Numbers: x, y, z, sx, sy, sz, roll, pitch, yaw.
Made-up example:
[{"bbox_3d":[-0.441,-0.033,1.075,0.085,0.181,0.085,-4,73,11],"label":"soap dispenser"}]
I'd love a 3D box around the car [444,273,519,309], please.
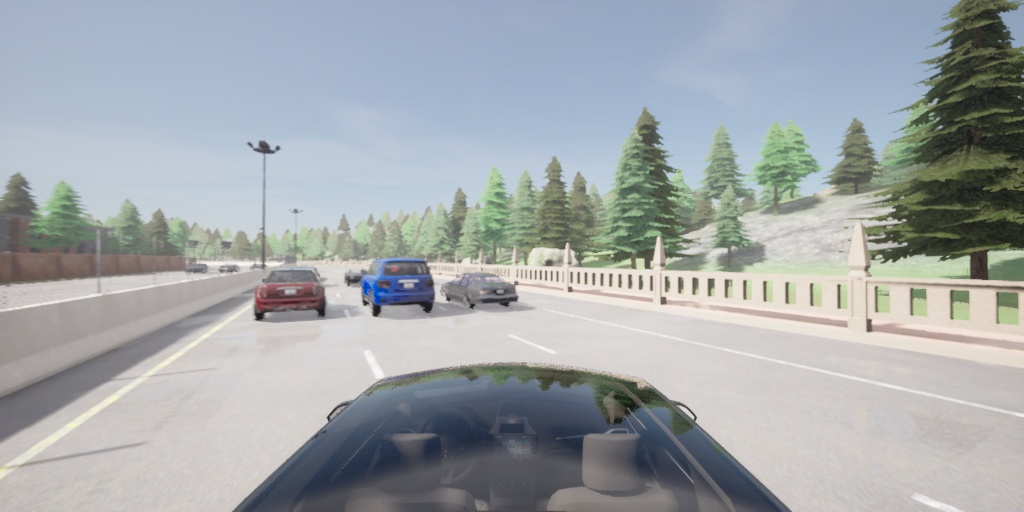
[{"bbox_3d":[-1.634,1.449,16.101,2.033,1.411,5.357,0,-1,-28],"label":"car"}]

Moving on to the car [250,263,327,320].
[{"bbox_3d":[-8.223,1.218,13.598,2.097,1.767,4.553,0,-1,-28],"label":"car"}]

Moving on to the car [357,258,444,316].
[{"bbox_3d":[-4.741,1.105,14.494,2.150,2.045,5.566,0,0,-28],"label":"car"}]

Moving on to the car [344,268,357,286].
[{"bbox_3d":[-12.144,1.620,28.311,1.895,1.301,4.718,0,-1,-28],"label":"car"}]

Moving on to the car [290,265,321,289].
[{"bbox_3d":[-15.347,1.507,26.886,1.837,1.490,4.892,0,0,-28],"label":"car"}]
